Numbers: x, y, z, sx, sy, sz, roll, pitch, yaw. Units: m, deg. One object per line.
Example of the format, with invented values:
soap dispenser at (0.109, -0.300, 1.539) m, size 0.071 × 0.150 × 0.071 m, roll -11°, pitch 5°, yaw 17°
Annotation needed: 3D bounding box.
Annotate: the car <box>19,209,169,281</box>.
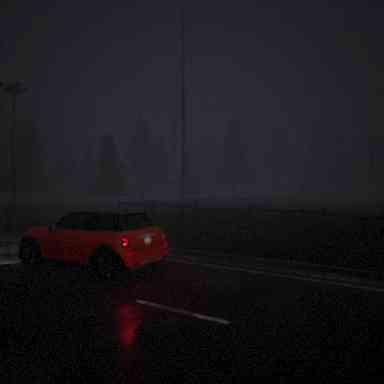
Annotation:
car at (-2.992, 1.280, 9.799) m, size 4.553 × 1.767 × 2.097 m, roll 0°, pitch 1°, yaw 31°
